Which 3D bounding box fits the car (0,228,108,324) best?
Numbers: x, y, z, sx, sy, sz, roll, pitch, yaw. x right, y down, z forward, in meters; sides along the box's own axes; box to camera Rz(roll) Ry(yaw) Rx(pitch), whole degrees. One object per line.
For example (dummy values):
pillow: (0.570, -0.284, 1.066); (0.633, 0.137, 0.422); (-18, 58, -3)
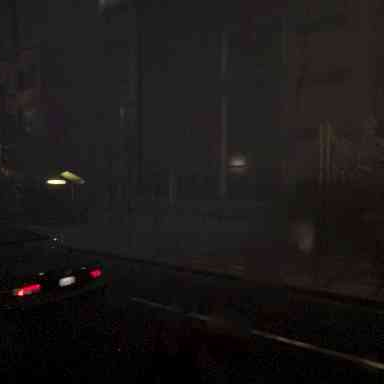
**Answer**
car: (-4.091, 1.492, 6.910); (5.357, 1.411, 2.033); (1, 0, 35)
